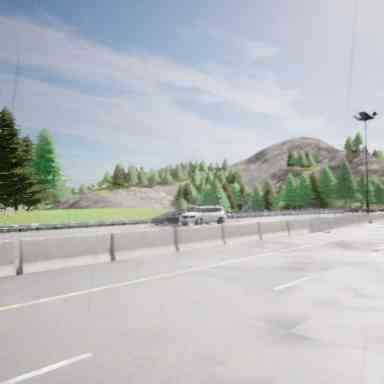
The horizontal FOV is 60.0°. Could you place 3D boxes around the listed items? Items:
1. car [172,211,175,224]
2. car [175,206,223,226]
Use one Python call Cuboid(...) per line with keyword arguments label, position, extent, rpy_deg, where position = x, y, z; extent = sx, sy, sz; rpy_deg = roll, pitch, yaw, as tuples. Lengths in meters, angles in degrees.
Cuboid(label="car", position=(-2.252, 2.903, 36.435), extent=(4.892, 1.490, 1.837), rpy_deg=(2, -3, -44))
Cuboid(label="car", position=(1.259, 2.525, 34.992), extent=(5.566, 2.045, 2.150), rpy_deg=(2, -3, -44))
